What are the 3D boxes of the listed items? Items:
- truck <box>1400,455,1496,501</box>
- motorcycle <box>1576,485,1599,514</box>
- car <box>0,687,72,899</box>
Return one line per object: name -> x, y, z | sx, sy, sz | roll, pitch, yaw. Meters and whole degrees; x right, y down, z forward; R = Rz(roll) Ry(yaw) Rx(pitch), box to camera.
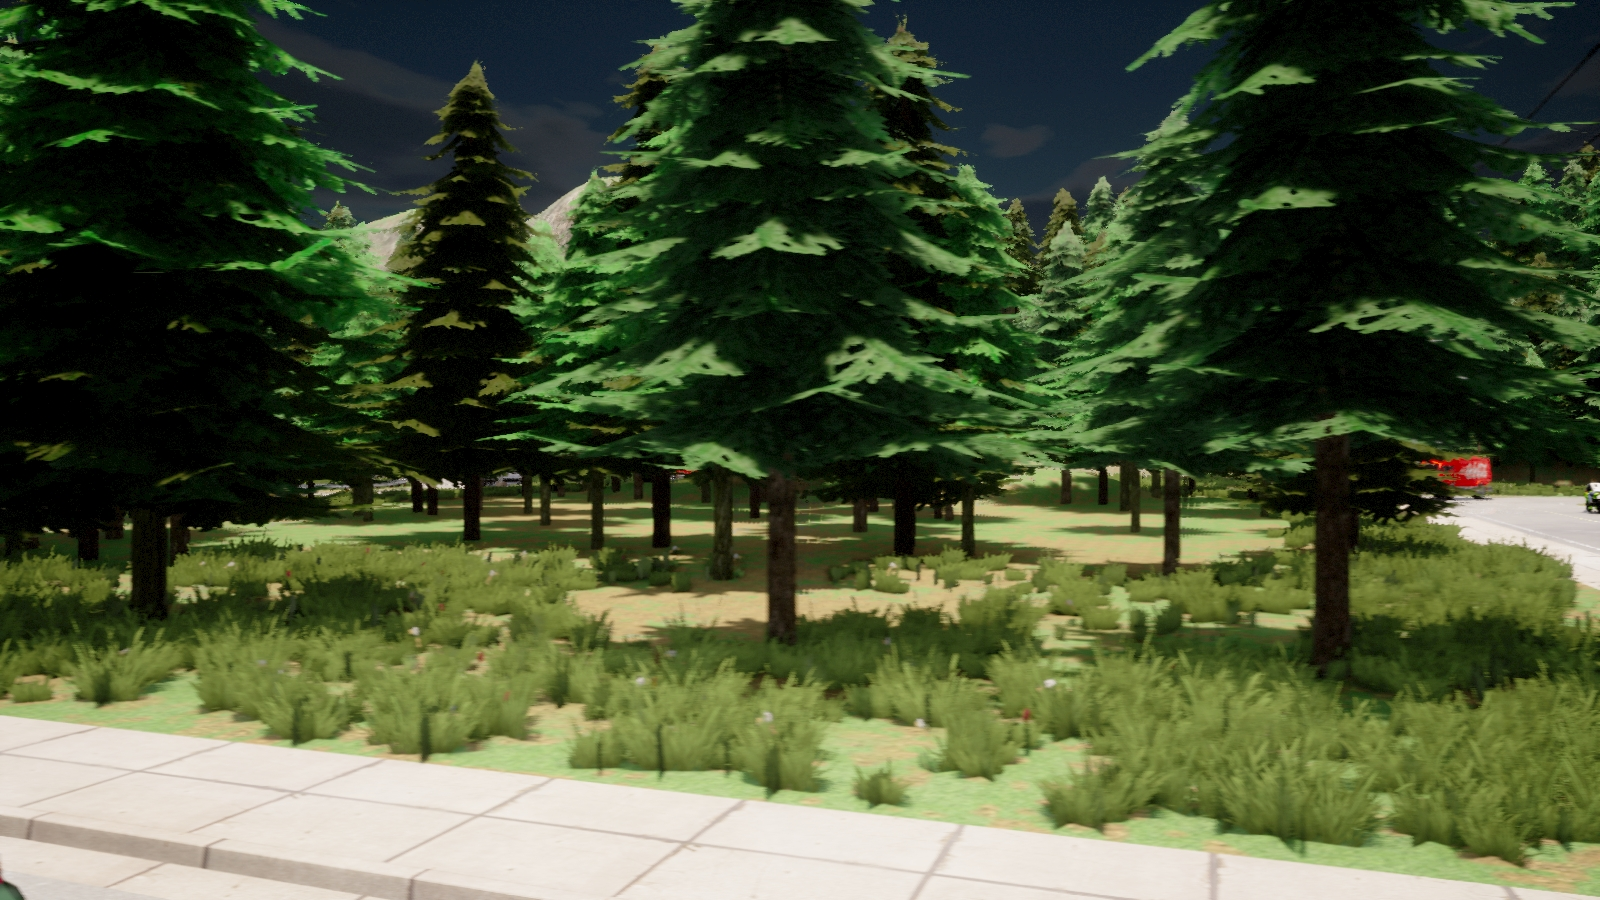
truck -> 36.395, 1.558, 64.160 | 5.204, 2.467, 2.627 | 0, -1, -34
motorcycle -> 34.867, 2.161, 50.125 | 0.803, 1.199, 2.033 | 0, 0, 18
car -> -5.741, 1.998, 5.385 | 3.988, 1.617, 1.851 | 0, 0, 20
